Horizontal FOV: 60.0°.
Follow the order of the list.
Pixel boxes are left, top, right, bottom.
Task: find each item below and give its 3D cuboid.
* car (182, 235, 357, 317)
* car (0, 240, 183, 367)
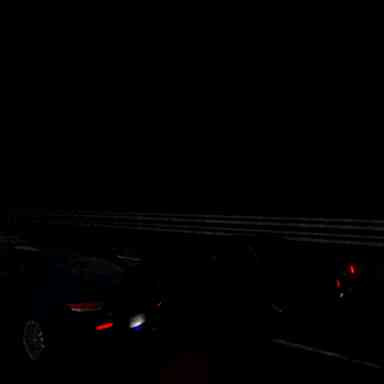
[{"bbox_3d":[1.008,1.651,7.571,4.718,1.301,1.895,-1,-1,36],"label":"car"},{"bbox_3d":[-2.618,1.604,5.859,4.674,1.442,1.812,-1,-1,35],"label":"car"}]
